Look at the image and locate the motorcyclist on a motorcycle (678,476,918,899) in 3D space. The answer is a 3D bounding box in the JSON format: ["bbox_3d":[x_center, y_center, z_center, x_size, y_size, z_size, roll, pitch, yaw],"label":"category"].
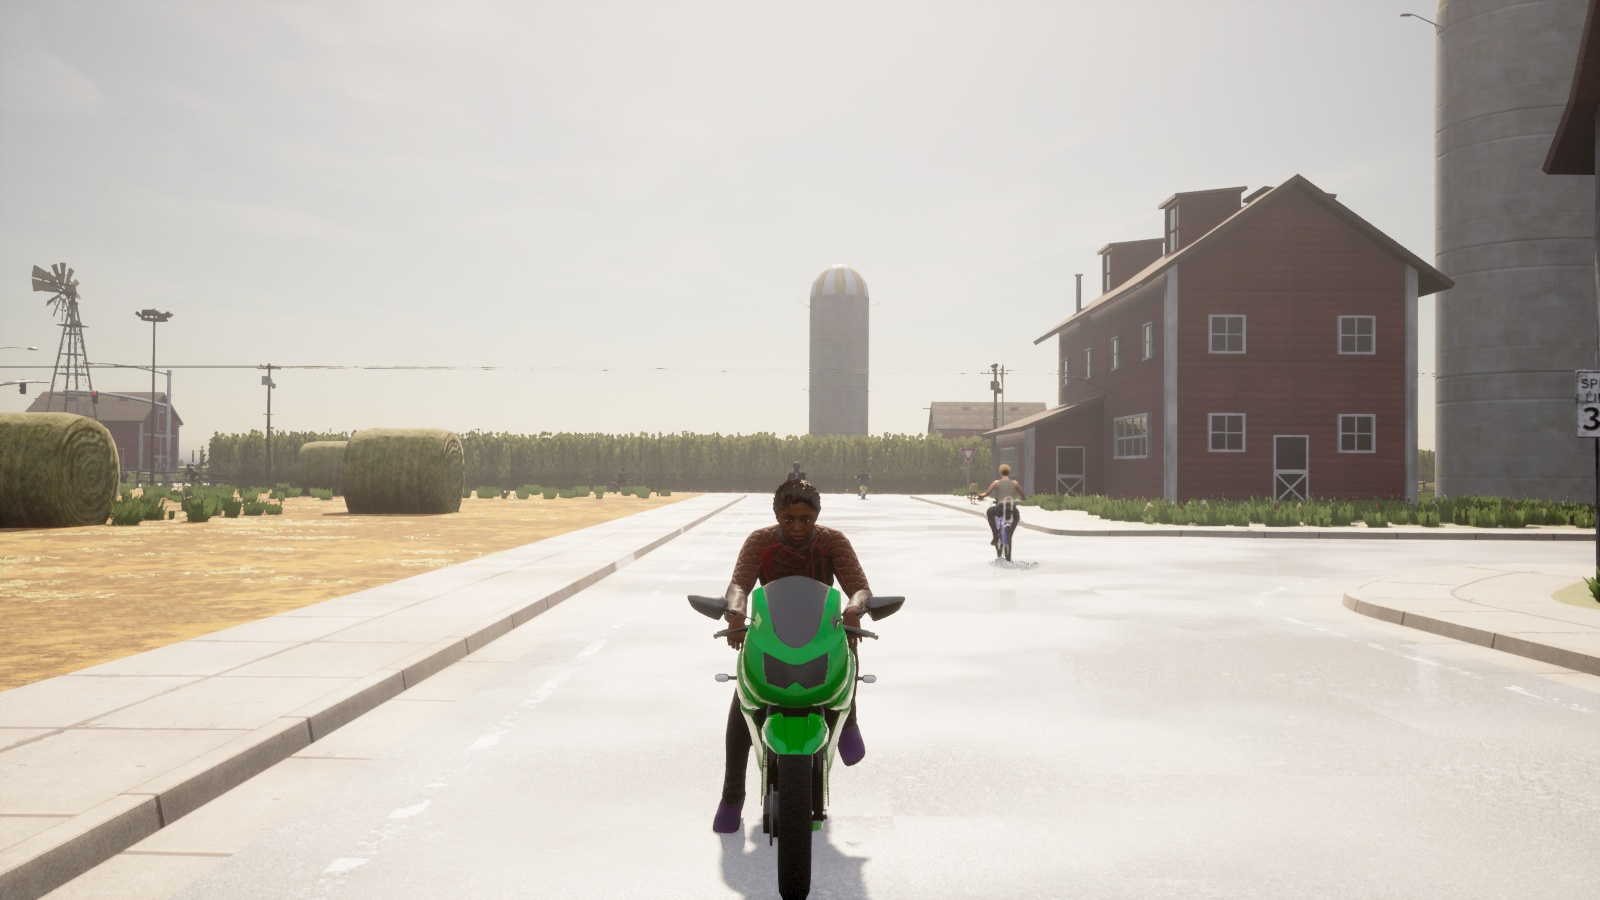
[{"bbox_3d":[-0.010,0.878,5.209,0.797,1.523,2.044,0,-1,0],"label":"motorcyclist on a motorcycle"}]

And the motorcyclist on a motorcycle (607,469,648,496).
[{"bbox_3d":[-10.439,1.948,75.907,2.350,1.649,0.766,0,-1,1],"label":"motorcyclist on a motorcycle"}]

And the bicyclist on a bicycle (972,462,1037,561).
[{"bbox_3d":[3.436,1.015,21.227,0.866,1.612,1.509,0,-1,0],"label":"bicyclist on a bicycle"}]
